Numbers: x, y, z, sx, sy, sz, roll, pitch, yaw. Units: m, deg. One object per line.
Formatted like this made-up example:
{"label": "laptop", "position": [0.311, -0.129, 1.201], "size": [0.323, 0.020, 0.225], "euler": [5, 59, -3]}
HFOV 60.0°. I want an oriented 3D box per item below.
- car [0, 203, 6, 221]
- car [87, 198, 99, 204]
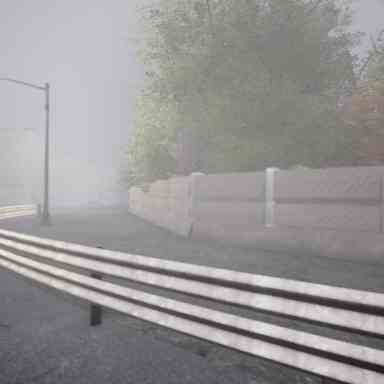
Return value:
{"label": "car", "position": [-16.724, 1.376, 26.208], "size": [2.150, 2.045, 5.566], "euler": [0, 0, -10]}
{"label": "car", "position": [-22.509, 2.123, 75.698], "size": [1.994, 1.385, 4.181], "euler": [0, 0, -6]}
